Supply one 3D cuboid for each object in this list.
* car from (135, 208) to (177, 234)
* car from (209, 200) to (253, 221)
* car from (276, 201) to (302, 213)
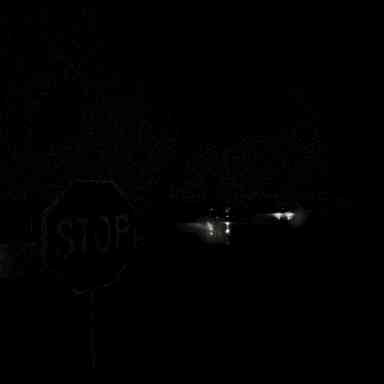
[{"bbox_3d":[-2.776,1.643,19.865,1.994,1.385,4.181,-2,-2,37],"label":"car"},{"bbox_3d":[3.316,1.463,28.157,2.097,1.767,4.553,-2,-1,36],"label":"car"},{"bbox_3d":[11.408,1.715,39.118,1.994,1.385,4.181,-2,-1,37],"label":"car"}]
